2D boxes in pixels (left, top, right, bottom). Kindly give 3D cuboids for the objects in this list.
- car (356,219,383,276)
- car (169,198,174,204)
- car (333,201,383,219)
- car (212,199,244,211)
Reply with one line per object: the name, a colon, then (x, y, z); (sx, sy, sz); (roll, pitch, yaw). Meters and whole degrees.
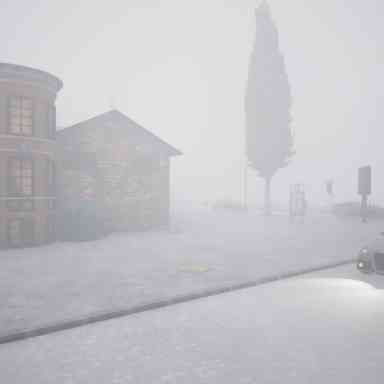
car: (6.378, 1.564, 9.139); (4.181, 1.385, 1.994); (0, 0, -35)
car: (-5.317, 1.601, 60.949); (1.895, 1.301, 4.718); (0, 0, -35)
car: (13.880, 1.492, 26.938); (2.128, 1.511, 4.902); (0, 0, -36)
car: (4.311, 1.526, 40.254); (1.812, 1.442, 4.674); (0, 0, -36)
